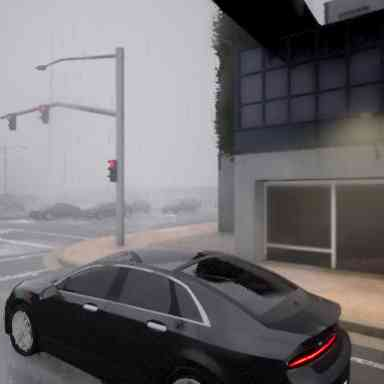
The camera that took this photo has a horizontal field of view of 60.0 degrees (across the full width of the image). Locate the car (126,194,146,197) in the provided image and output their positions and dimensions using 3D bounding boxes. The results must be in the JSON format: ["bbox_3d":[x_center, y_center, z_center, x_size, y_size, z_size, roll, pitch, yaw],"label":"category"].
[{"bbox_3d":[-10.098,1.218,54.855,3.866,1.878,1.905,0,0,35],"label":"car"}]

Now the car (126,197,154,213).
[{"bbox_3d":[-6.314,1.565,35.284,1.812,1.442,4.674,0,0,37],"label":"car"}]

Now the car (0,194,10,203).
[{"bbox_3d":[-39.907,1.266,69.138,4.605,1.855,1.932,0,0,35],"label":"car"}]

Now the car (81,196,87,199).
[{"bbox_3d":[-22.681,1.453,67.290,3.905,1.438,1.784,0,0,35],"label":"car"}]

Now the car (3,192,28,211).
[{"bbox_3d":[-21.409,1.218,38.819,3.866,1.878,1.905,0,0,35],"label":"car"}]

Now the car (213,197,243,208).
[{"bbox_3d":[5.579,1.587,51.152,2.033,1.411,5.357,0,0,37],"label":"car"}]

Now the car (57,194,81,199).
[{"bbox_3d":[-24.408,1.243,64.963,4.605,1.855,1.932,0,0,35],"label":"car"}]

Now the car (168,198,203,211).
[{"bbox_3d":[-0.775,1.517,42.716,1.882,1.535,5.008,0,0,37],"label":"car"}]

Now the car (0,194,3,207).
[{"bbox_3d":[-23.126,1.215,36.488,4.605,1.855,1.932,0,0,35],"label":"car"}]

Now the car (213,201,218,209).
[{"bbox_3d":[5.019,1.582,44.605,2.033,1.411,5.357,0,0,37],"label":"car"}]

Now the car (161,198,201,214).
[{"bbox_3d":[-1.344,1.560,36.099,1.812,1.442,4.674,0,0,37],"label":"car"}]

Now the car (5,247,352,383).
[{"bbox_3d":[-0.596,1.510,4.416,4.892,1.490,1.837,0,0,35],"label":"car"}]

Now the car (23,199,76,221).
[{"bbox_3d":[-11.522,1.604,28.248,1.994,1.385,4.181,0,0,36],"label":"car"}]

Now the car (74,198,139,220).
[{"bbox_3d":[-7.145,1.539,28.304,1.837,1.490,4.892,0,0,36],"label":"car"}]

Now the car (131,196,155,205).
[{"bbox_3d":[-8.415,1.458,57.211,3.806,1.475,1.970,0,0,35],"label":"car"}]
